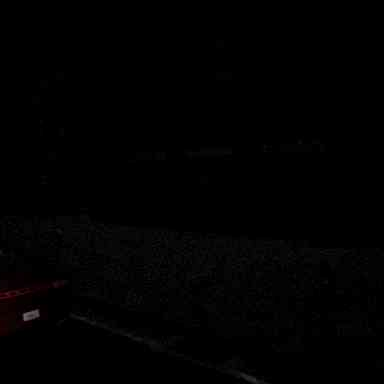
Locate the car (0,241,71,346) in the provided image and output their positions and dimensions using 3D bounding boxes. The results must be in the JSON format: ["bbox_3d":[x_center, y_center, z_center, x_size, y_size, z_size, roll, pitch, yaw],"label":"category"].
[{"bbox_3d":[-3.988,1.530,5.805,4.507,1.381,1.887,0,0,36],"label":"car"}]
